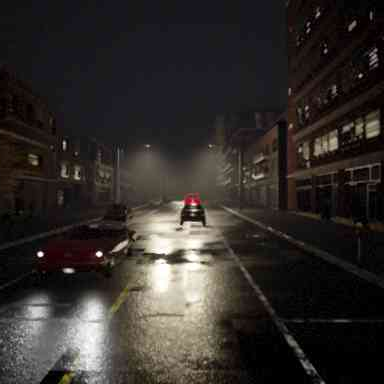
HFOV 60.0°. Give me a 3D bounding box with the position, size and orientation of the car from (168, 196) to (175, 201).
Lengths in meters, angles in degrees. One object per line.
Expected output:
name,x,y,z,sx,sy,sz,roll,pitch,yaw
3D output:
car,-5.711,1.696,94.325,1.802,1.307,4.206,1,0,0

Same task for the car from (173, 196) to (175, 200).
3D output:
car,-5.698,1.656,77.265,1.947,1.339,4.313,1,0,0

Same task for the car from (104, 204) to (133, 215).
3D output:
car,-5.684,1.610,26.085,1.802,1.307,4.206,1,0,0

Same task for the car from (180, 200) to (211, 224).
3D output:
car,0.076,1.574,24.680,2.033,1.411,5.357,0,0,0

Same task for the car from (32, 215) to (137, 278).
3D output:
car,-3.002,1.612,10.311,1.895,1.301,4.718,0,0,0

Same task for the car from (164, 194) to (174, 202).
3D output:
car,-5.695,1.414,82.952,2.192,1.841,5.009,1,0,0

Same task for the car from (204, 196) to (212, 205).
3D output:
car,2.687,1.594,60.439,1.752,1.417,4.829,1,0,0

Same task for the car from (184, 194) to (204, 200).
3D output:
car,0.087,1.271,45.429,2.150,2.045,5.566,0,0,0

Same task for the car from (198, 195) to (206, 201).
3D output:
car,2.679,1.652,88.702,1.887,1.381,4.507,1,0,0

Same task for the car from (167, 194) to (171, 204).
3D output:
car,-5.695,1.641,65.892,1.947,1.339,4.313,1,0,0

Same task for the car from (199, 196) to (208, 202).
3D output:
car,2.681,1.673,77.328,1.802,1.307,4.206,1,0,0

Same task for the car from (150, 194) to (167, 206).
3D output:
car,-5.690,1.501,54.518,1.967,1.590,4.097,1,0,0

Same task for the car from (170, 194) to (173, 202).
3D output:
car,-5.695,1.523,71.579,1.967,1.590,4.097,1,0,0
